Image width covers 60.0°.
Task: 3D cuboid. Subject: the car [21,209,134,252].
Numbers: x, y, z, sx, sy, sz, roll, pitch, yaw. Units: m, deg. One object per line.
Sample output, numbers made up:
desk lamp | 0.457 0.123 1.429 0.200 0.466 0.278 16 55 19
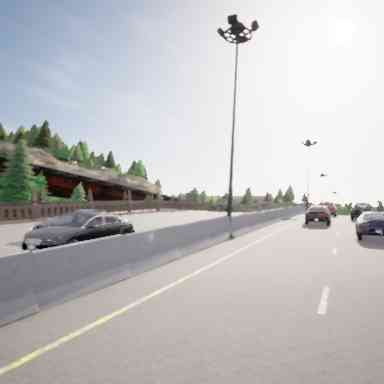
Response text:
car | -4.184 1.567 13.015 2.128 1.511 4.902 0 -1 25

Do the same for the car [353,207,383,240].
car | 10.106 1.805 18.365 1.812 1.442 4.674 0 -1 25

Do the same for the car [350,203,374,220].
car | 17.086 1.849 33.361 2.097 1.767 4.553 0 -1 25

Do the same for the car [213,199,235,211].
car | 4.729 1.822 48.519 2.097 1.767 4.553 0 -3 25

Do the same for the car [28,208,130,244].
car | -5.780 1.651 17.883 2.033 1.411 5.357 0 -1 25

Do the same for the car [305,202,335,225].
car | 10.541 1.876 27.594 1.837 1.490 4.892 0 0 25

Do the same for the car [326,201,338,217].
car | 15.992 1.951 39.295 2.097 1.767 4.553 0 -2 26
